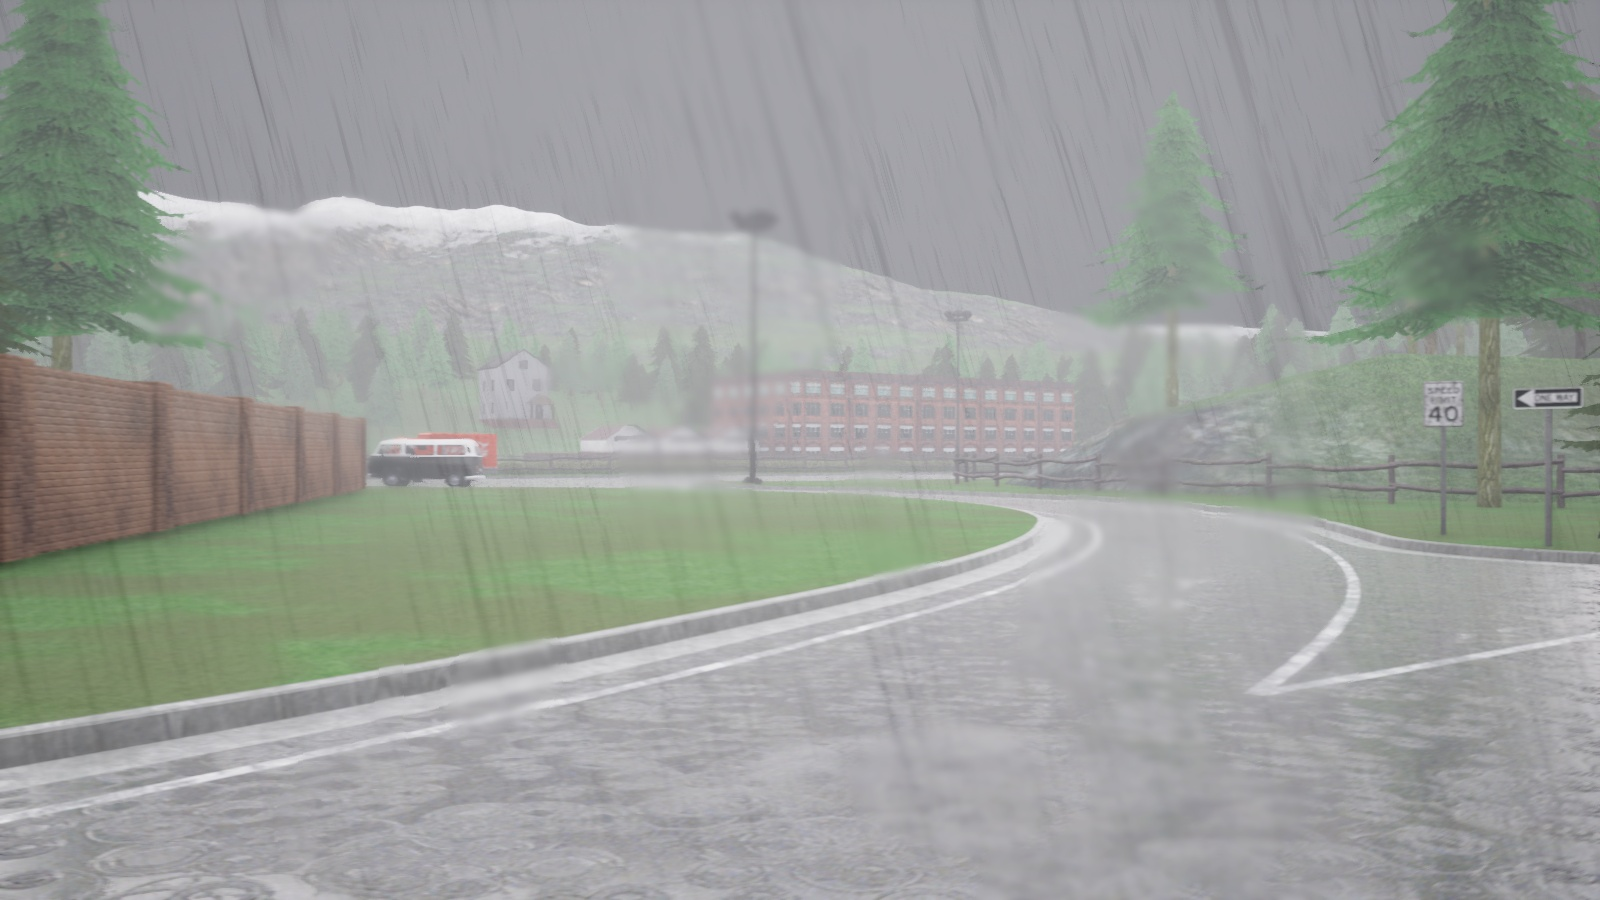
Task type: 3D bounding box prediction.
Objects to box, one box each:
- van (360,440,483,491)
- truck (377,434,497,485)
[{"bbox_3d":[-15.549,0.628,51.782,4.480,2.038,2.069,0,-1,-5],"label":"van"},{"bbox_3d":[-18.218,0.451,63.040,5.204,2.467,2.627,0,0,-35],"label":"truck"}]
